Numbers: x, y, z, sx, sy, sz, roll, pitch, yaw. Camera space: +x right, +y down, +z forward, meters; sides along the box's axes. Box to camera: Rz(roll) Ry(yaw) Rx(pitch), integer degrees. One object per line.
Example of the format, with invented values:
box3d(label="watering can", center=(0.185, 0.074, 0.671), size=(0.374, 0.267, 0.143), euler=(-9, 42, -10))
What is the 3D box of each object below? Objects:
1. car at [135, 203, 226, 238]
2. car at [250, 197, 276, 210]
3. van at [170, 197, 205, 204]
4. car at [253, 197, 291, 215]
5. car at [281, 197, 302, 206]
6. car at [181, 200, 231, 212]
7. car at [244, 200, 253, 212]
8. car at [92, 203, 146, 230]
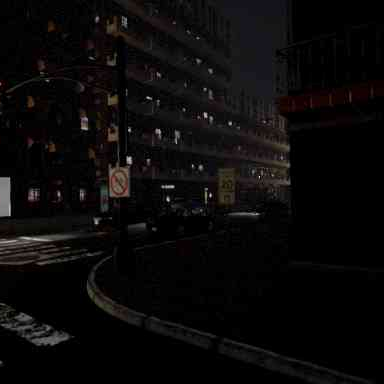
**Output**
box3d(label="car", center=(-0.433, 1.435, 16.780), size=(2.008, 1.369, 4.403), euler=(-1, -1, 36))
box3d(label="car", center=(9.428, 1.431, 43.993), size=(1.967, 1.590, 4.097), euler=(-1, -1, 36))
box3d(label="van", center=(-0.330, 1.365, 30.425), size=(1.690, 1.788, 3.998), euler=(-1, -1, 36))
box3d(label="car", center=(8.134, 1.460, 32.923), size=(1.994, 1.385, 4.181), euler=(-1, -1, 36))
box3d(label="car", center=(15.835, 1.496, 52.899), size=(1.752, 1.417, 4.829), euler=(-1, -1, 36))
box3d(label="car", center=(1.404, 1.574, 28.608), size=(1.895, 1.301, 4.718), euler=(-1, -1, 36))
box3d(label="car", center=(7.458, 1.478, 37.012), size=(1.812, 1.442, 4.674), euler=(-1, -1, 36))
box3d(label="car", center=(-4.063, 1.486, 21.028), size=(2.128, 1.511, 4.902), euler=(-1, -1, 35))
